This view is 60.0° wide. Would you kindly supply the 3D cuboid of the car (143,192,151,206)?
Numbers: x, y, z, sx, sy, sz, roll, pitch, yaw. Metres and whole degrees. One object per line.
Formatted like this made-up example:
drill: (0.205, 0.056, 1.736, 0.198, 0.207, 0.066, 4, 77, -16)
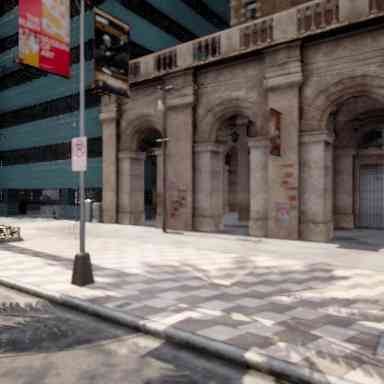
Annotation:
car: (-5.111, 1.037, 29.403, 5.566, 2.045, 2.435, 0, 0, 36)
